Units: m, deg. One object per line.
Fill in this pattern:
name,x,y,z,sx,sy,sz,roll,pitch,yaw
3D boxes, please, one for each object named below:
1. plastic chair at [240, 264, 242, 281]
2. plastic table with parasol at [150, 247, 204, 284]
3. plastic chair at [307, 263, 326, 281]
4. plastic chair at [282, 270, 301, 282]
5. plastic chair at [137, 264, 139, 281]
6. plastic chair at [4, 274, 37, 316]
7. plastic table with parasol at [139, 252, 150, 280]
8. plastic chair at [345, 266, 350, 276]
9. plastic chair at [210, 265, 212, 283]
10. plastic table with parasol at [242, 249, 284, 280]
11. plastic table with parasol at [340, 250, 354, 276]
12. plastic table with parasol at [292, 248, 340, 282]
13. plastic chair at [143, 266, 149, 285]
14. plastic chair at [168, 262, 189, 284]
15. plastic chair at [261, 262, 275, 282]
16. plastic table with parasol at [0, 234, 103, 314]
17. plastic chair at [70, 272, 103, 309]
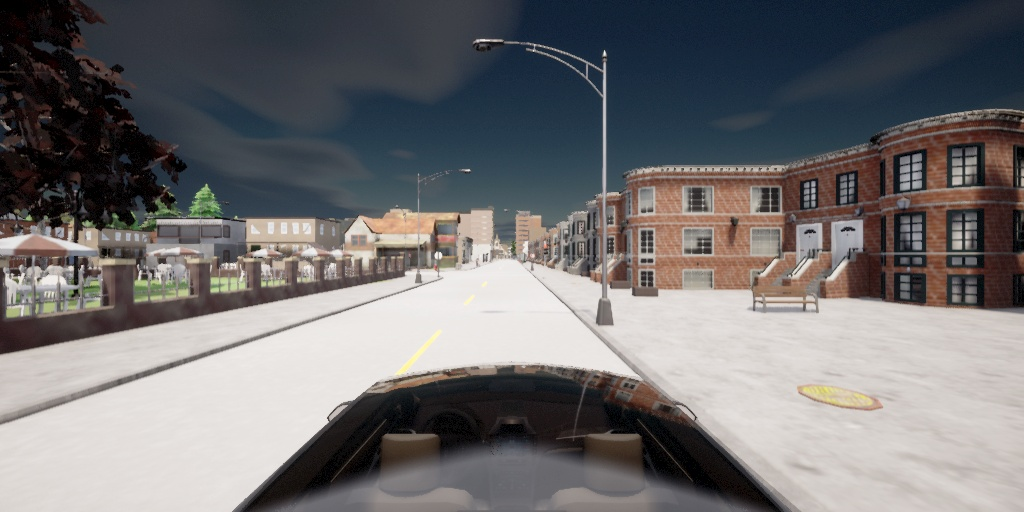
plastic chair,-20.310,1.280,27.335,0.730,1.272,0.750,0,0,-40
plastic table with parasol,-22.280,0.649,24.082,2.482,2.480,2.482,0,0,-42
plastic chair,-12.907,1.264,23.567,0.750,1.272,0.730,0,0,-40
plastic chair,-14.640,1.253,23.841,0.730,1.272,0.750,0,0,-40
plastic chair,-28.749,1.287,28.051,0.730,1.272,0.750,0,0,-40
plastic chair,-13.349,1.220,9.450,0.750,1.272,0.730,0,0,-40
plastic table with parasol,-27.752,0.661,28.783,2.482,2.480,2.482,0,0,-40
plastic chair,-13.344,1.317,28.043,0.750,1.272,0.730,0,0,-40
plastic chair,-21.239,1.264,24.815,0.730,1.272,0.750,0,0,-40
plastic table with parasol,-19.311,0.683,28.067,2.482,2.480,2.482,0,0,-40
plastic table with parasol,-14.080,0.715,29.064,2.482,2.480,2.482,0,0,-40
plastic table with parasol,-13.644,0.678,24.573,2.482,2.480,2.482,0,0,-40
plastic chair,-23.263,1.270,23.327,0.730,1.272,0.750,0,0,-40
plastic chair,-21.566,1.192,23.201,0.750,1.272,0.730,0,0,-42
plastic chair,-18.574,1.289,27.046,0.750,1.272,0.730,0,0,-40
plastic table with parasol,-14.049,0.606,10.484,2.482,2.480,2.482,0,0,-38
plastic chair,-13.063,1.245,11.208,0.730,1.272,0.750,0,0,-40
